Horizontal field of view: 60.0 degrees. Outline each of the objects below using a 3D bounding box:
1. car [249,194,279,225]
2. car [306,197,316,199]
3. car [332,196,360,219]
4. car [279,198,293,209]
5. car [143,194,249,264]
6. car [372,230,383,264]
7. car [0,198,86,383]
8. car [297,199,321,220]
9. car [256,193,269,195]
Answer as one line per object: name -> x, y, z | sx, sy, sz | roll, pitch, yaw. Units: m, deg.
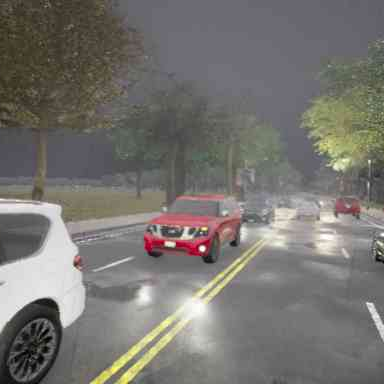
car -> 4.640, 1.291, 23.646 | 2.097, 1.767, 4.553 | 2, 0, 21
car -> 15.328, 1.479, 42.834 | 2.097, 1.767, 4.553 | 2, 1, 21
car -> 15.101, 1.437, 32.676 | 2.150, 2.045, 5.566 | 2, 1, 20
car -> 12.631, 1.578, 45.081 | 1.837, 1.490, 4.892 | 2, 1, 20
car -> 0.327, 1.114, 12.056 | 2.150, 2.045, 5.566 | 2, 1, 20
car -> 6.515, 1.625, 9.576 | 2.128, 1.511, 4.902 | 2, 1, 21
car -> -3.211, 1.086, 2.543 | 2.150, 2.045, 5.566 | 2, 1, 20
car -> 10.239, 1.606, 29.162 | 1.812, 1.442, 4.674 | 2, 0, 21
car -> 9.581, 1.226, 46.171 | 2.150, 2.045, 5.566 | 2, 1, 20
